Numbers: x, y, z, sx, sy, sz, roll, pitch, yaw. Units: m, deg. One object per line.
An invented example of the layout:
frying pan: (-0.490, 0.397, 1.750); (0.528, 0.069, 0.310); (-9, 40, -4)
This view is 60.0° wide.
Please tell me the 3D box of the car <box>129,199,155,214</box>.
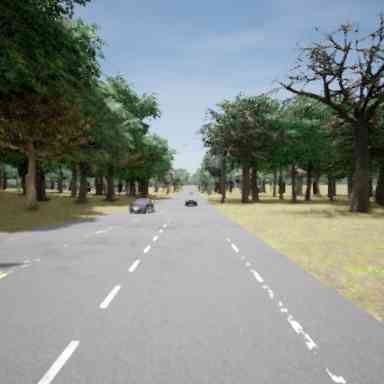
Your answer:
car: (-5.156, 1.464, 34.744); (2.128, 1.511, 4.902); (0, 0, 7)

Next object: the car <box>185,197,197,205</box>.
car: (-0.139, 1.440, 52.884); (1.895, 1.301, 4.718); (0, 0, 0)
